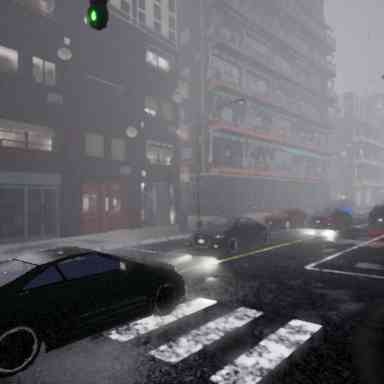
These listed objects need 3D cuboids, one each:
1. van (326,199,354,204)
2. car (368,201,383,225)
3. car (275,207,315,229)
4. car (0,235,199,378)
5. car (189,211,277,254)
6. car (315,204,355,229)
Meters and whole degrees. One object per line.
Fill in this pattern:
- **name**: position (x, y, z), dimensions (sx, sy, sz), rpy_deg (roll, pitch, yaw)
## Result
- **van**: position (13.994, 1.601, 31.527), dimensions (1.690, 1.788, 3.998), rpy_deg (-1, -1, 44)
- **car**: position (14.366, 1.621, 24.199), dimensions (1.837, 1.490, 4.892), rpy_deg (-2, -2, 43)
- **car**: position (6.758, 1.803, 23.851), dimensions (1.887, 1.381, 4.507), rpy_deg (-1, -1, 42)
- **car**: position (-2.043, 1.673, 5.915), dimensions (1.994, 1.385, 4.181), rpy_deg (-2, -1, 41)
- **car**: position (1.674, 1.750, 14.509), dimensions (1.994, 1.385, 4.181), rpy_deg (-2, -1, 42)
- **car**: position (9.607, 1.755, 23.256), dimensions (1.994, 1.385, 4.181), rpy_deg (-2, -1, 43)
